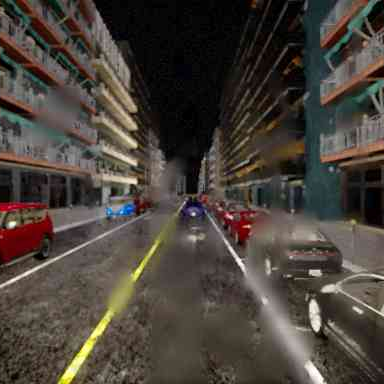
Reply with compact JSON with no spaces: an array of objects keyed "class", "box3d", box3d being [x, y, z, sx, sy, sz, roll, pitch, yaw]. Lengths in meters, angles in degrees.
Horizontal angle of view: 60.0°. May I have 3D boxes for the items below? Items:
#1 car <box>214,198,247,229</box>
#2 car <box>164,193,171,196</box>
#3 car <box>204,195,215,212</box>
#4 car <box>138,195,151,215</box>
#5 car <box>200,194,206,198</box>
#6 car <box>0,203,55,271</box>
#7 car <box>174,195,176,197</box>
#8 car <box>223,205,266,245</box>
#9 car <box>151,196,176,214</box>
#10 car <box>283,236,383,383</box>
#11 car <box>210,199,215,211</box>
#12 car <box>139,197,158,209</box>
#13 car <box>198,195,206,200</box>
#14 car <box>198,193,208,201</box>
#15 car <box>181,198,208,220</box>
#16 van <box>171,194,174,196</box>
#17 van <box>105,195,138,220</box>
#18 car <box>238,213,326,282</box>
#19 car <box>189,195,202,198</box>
[{"class":"car","box3d":[2.698,1.378,20.781,1.967,1.590,4.097,0,0,0]},{"class":"car","box3d":[-5.667,1.413,65.932,1.752,1.417,4.829,0,0,0]},{"class":"car","box3d":[2.703,1.348,37.765,1.967,1.590,4.097,0,0,0]},{"class":"car","box3d":[-5.679,1.231,32.129,2.192,1.841,5.009,0,0,0]},{"class":"car","box3d":[2.710,1.439,54.752,1.887,1.381,4.507,0,0,0]},{"class":"car","box3d":[-5.686,1.286,9.482,2.192,1.841,5.009,0,0,0]},{"class":"car","box3d":[-5.657,1.349,94.411,1.967,1.590,4.097,0,0,0]},{"class":"car","box3d":[2.696,1.498,15.122,1.887,1.381,4.507,0,0,0]},{"class":"car","box3d":[-3.037,1.461,34.072,2.033,1.411,5.357,0,0,1]},{"class":"car","box3d":[2.692,1.539,3.797,2.008,1.369,4.403,0,0,0]},{"class":"car","box3d":[2.700,1.506,26.445,1.802,1.307,4.206,0,0,0]},{"class":"car","box3d":[-5.675,1.449,43.453,1.887,1.381,4.507,0,0,0]},{"class":"car","box3d":[2.721,1.452,88.722,2.008,1.369,4.403,0,0,0]},{"class":"car","box3d":[2.718,1.210,83.060,2.192,1.841,5.009,0,0,0]},{"class":"car","box3d":[0.110,1.449,26.836,1.812,1.442,4.674,0,0,0]},{"class":"van","box3d":[-5.664,1.232,77.425,1.690,1.788,3.998,0,0,0]},{"class":"van","box3d":[-5.680,1.266,26.469,1.690,1.788,3.998,0,0,0]},{"class":"car","box3d":[2.694,1.521,9.459,2.008,1.369,4.403,0,0,0]},{"class":"car","box3d":[0.117,1.427,45.296,1.812,1.442,4.674,0,0,0]}]
